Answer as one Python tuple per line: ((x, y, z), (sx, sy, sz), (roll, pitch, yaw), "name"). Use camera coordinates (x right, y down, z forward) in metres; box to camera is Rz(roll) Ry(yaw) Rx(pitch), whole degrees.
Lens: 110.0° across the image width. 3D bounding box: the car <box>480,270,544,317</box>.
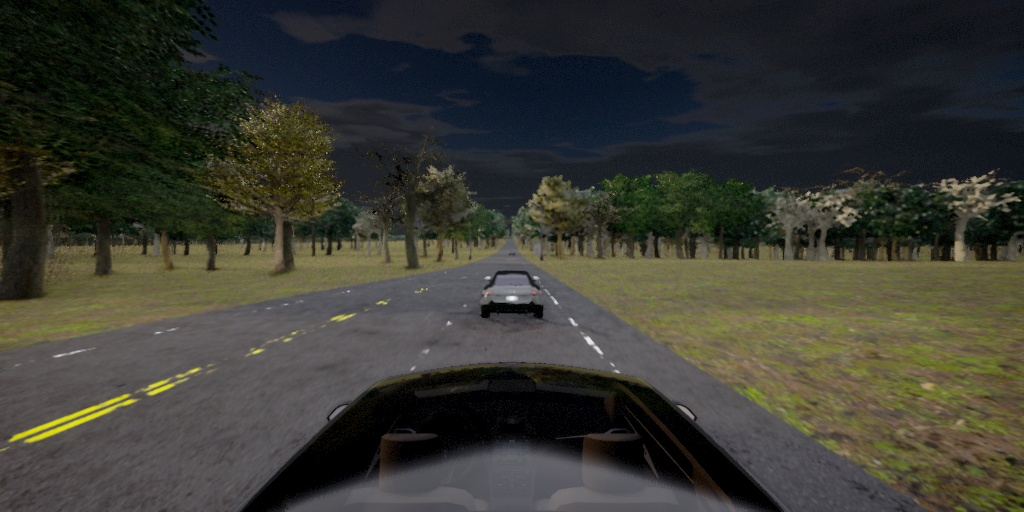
((0.002, 1.182, 12.507), (1.994, 1.385, 4.181), (0, 1, 0), "car")
